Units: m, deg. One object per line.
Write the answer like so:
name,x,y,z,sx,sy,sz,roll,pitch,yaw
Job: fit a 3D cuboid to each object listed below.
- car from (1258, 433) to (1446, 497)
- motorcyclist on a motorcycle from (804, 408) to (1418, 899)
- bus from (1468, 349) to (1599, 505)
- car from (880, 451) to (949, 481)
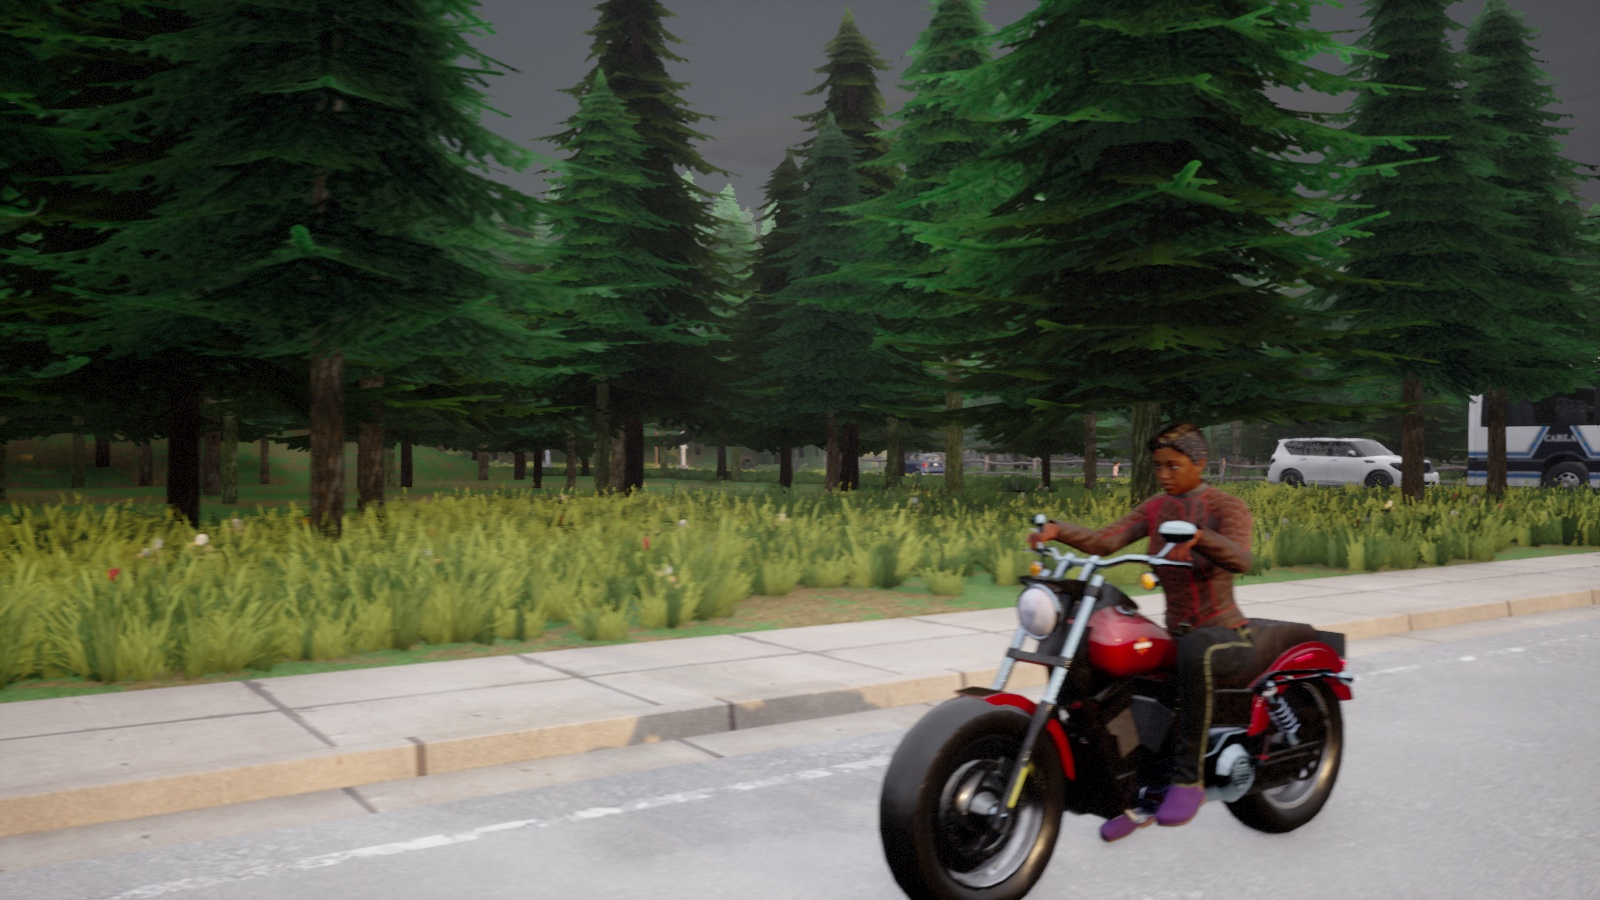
car,18.681,0.495,42.792,2.150,2.045,5.566,0,0,-33
motorcyclist on a motorcycle,1.201,0.704,4.494,2.350,1.649,0.766,0,0,-35
bus,24.253,-0.634,33.992,3.944,4.253,10.273,0,0,-32
car,6.180,0.850,67.876,1.789,1.549,3.705,0,0,-34
